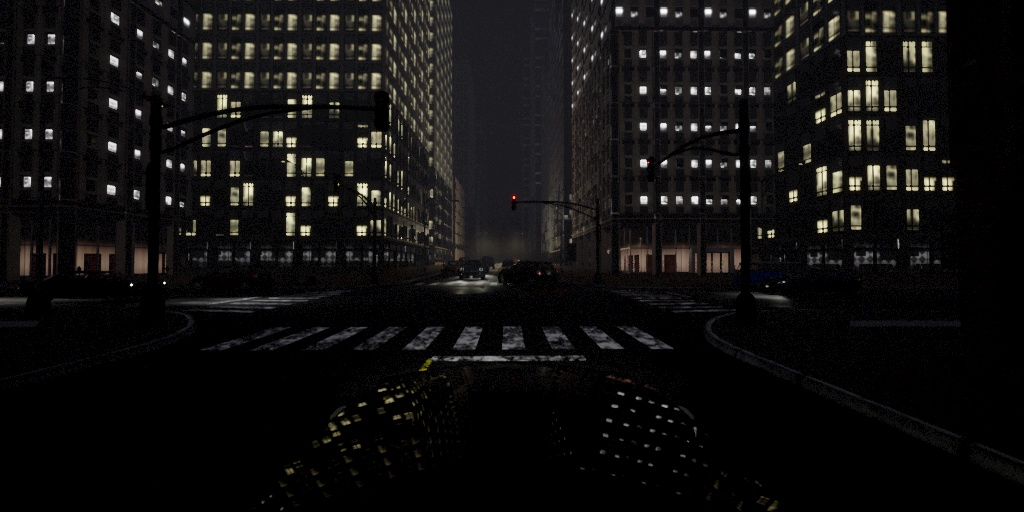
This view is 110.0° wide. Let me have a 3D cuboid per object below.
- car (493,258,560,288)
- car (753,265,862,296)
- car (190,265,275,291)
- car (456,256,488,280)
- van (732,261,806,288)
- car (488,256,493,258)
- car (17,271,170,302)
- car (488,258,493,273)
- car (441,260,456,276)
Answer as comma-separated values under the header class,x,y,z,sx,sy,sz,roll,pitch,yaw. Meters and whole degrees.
class,x,y,z,sx,sy,sz,roll,pitch,yaw
car,1.038,1.110,23.953,2.097,1.767,4.553,1,0,-38
car,16.033,1.345,19.275,4.674,1.442,1.812,0,-1,-1
car,-16.758,1.255,21.484,4.097,1.591,1.967,0,0,-1
car,-3.446,1.113,31.745,2.097,1.767,4.553,0,0,-2
van,15.714,1.210,21.847,3.998,1.789,1.690,0,0,-1
car,-3.821,0.993,56.067,2.150,2.045,5.566,0,0,-2
car,-18.066,1.301,15.692,4.718,1.301,1.895,0,-1,-1
car,-3.635,1.256,41.818,2.128,1.511,4.902,0,0,-1
car,-6.164,1.203,37.065,1.967,1.591,4.097,0,0,-1
